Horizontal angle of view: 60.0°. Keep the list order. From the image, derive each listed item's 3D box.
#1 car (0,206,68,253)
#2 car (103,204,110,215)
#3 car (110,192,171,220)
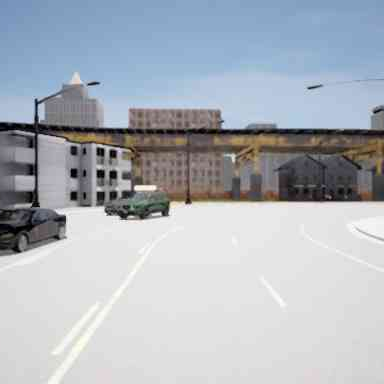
[{"bbox_3d":[-6.866,1.398,13.554,1.882,1.535,5.008,0,1,4],"label":"car"},{"bbox_3d":[-5.895,1.328,30.241,1.837,1.490,4.892,0,0,30],"label":"car"},{"bbox_3d":[-3.742,1.055,26.915,2.150,2.045,5.566,0,1,25],"label":"car"}]
